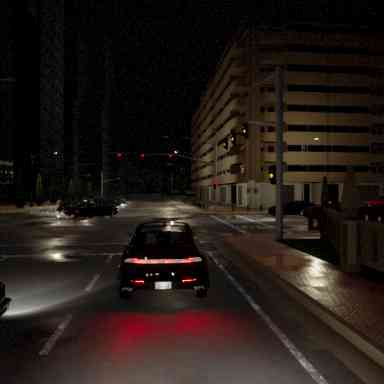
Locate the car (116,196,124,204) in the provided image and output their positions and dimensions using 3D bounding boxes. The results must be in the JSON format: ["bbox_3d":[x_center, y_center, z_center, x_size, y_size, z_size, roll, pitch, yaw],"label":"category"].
[{"bbox_3d":[-12.787,1.352,53.785,2.097,1.767,4.553,0,0,-6],"label":"car"}]

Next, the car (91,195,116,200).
[{"bbox_3d":[-11.802,1.526,44.790,1.812,1.442,4.674,0,0,-5],"label":"car"}]

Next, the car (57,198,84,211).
[{"bbox_3d":[-14.859,1.526,40.415,1.812,1.442,4.674,0,0,-6],"label":"car"}]

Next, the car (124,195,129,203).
[{"bbox_3d":[-13.831,1.601,63.789,1.895,1.301,4.718,0,0,-6],"label":"car"}]

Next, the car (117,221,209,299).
[{"bbox_3d":[-0.711,1.492,8.491,2.128,1.511,4.902,0,0,-4],"label":"car"}]

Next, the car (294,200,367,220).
[{"bbox_3d":[11.627,1.547,28.096,4.902,1.511,2.128,0,0,-6],"label":"car"}]

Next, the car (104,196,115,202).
[{"bbox_3d":[-18.537,1.536,75.039,1.994,1.385,4.181,0,0,-6],"label":"car"}]

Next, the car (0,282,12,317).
[{"bbox_3d":[-3.775,1.547,3.047,2.033,1.411,5.357,0,0,-4],"label":"car"}]

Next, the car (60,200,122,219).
[{"bbox_3d":[-8.664,1.614,29.011,1.895,1.301,4.718,0,0,30],"label":"car"}]

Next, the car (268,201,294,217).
[{"bbox_3d":[9.696,1.533,31.399,5.008,1.535,1.882,0,0,-7],"label":"car"}]

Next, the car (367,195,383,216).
[{"bbox_3d":[19.554,1.277,32.527,5.566,2.045,2.150,0,0,-6],"label":"car"}]

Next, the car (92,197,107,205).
[{"bbox_3d":[-17.150,1.601,61.833,1.895,1.301,4.718,0,0,-6],"label":"car"}]

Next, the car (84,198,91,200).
[{"bbox_3d":[-15.896,1.547,49.949,2.033,1.411,5.357,0,0,-6],"label":"car"}]

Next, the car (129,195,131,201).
[{"bbox_3d":[-15.364,1.451,78.225,1.837,1.490,4.892,0,0,-6],"label":"car"}]
